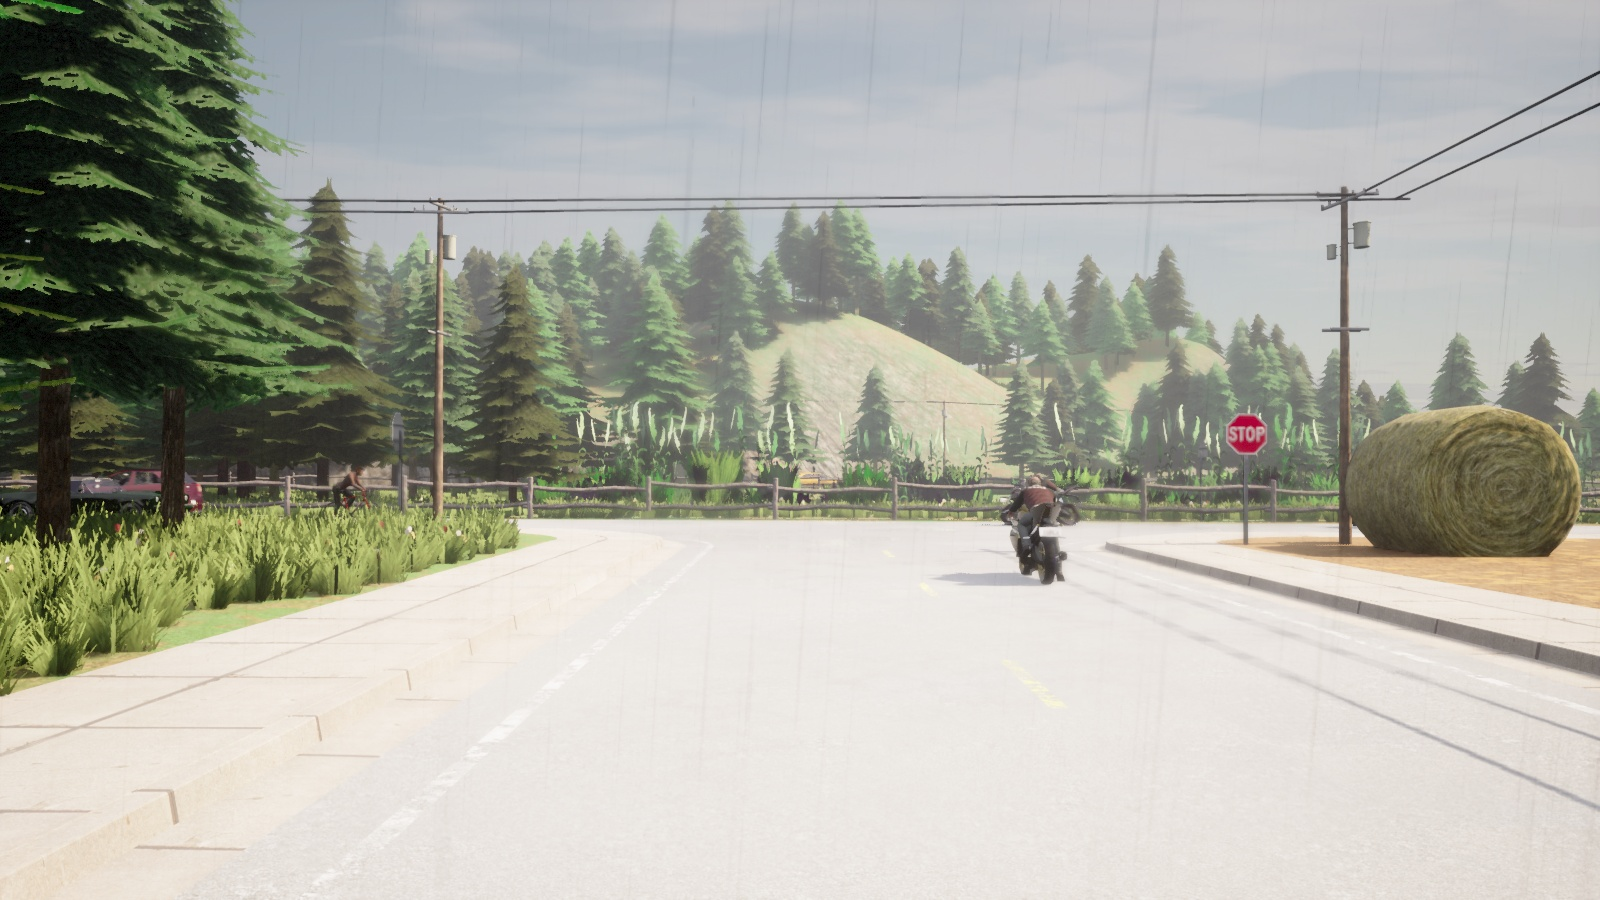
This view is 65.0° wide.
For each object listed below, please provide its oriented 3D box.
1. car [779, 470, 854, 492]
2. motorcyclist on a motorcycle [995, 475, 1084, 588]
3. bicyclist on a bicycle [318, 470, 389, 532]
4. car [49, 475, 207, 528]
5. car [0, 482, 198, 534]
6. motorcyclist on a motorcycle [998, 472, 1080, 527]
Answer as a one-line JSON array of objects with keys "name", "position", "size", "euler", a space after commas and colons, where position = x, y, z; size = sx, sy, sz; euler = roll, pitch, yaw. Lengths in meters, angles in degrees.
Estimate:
[{"name": "car", "position": [1.202, 2.299, 92.558], "size": [5.366, 1.575, 1.801], "euler": [0, -1, -7]}, {"name": "motorcyclist on a motorcycle", "position": [3.450, 1.143, 18.311], "size": [0.866, 1.530, 2.191], "euler": [0, -1, 0]}, {"name": "bicyclist on a bicycle", "position": [-11.723, 1.332, 32.986], "size": [1.656, 1.620, 0.582], "euler": [0, -1, 3]}, {"name": "car", "position": [-19.658, 1.489, 36.827], "size": [3.633, 1.501, 1.845], "euler": [0, -1, 2]}, {"name": "car", "position": [-18.776, 1.513, 33.294], "size": [4.718, 1.301, 1.895], "euler": [0, -1, 2]}, {"name": "motorcyclist on a motorcycle", "position": [6.762, 1.387, 35.642], "size": [2.191, 1.530, 0.866], "euler": [0, -1, 3]}]
